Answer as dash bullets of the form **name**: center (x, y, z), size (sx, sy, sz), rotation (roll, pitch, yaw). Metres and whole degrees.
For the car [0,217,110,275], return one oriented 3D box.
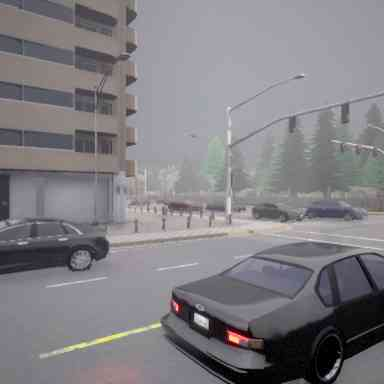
- **car**: center (-4.742, 1.505, 9.175), size (4.892, 1.490, 1.837), rotation (0, 0, -35)

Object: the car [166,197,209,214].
- **car**: center (-0.664, 1.533, 37.290), size (1.882, 1.535, 5.008), rotation (0, 0, -36)

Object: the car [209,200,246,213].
- **car**: center (3.714, 1.602, 37.198), size (2.033, 1.411, 5.357), rotation (0, 0, -36)

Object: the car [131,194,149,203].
- **car**: center (-10.952, 1.408, 69.855), size (2.097, 1.767, 4.553), rotation (0, 0, -36)

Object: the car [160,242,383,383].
- **car**: center (2.162, 1.547, 5.320), size (5.357, 1.411, 2.033), rotation (0, 0, -35)

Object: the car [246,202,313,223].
- **car**: center (6.768, 1.558, 26.366), size (1.837, 1.490, 4.892), rotation (0, 0, -30)

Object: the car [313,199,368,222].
- **car**: center (11.673, 1.395, 26.959), size (2.097, 1.767, 4.553), rotation (1, -1, -43)

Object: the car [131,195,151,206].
- **car**: center (-8.287, 1.619, 53.914), size (1.994, 1.385, 4.181), rotation (0, 0, -35)

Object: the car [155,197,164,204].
- **car**: center (-4.743, 1.603, 61.283), size (2.033, 1.411, 5.357), rotation (0, 0, -36)
